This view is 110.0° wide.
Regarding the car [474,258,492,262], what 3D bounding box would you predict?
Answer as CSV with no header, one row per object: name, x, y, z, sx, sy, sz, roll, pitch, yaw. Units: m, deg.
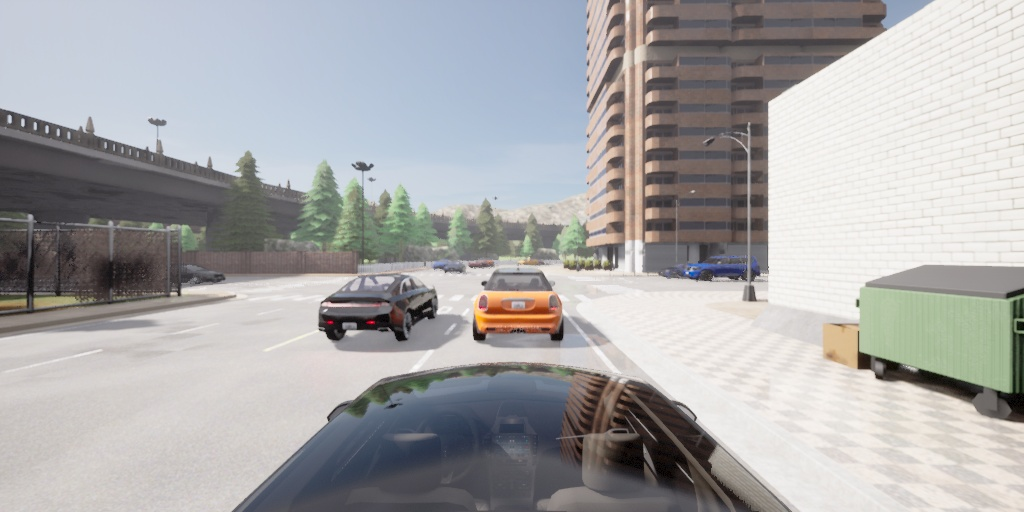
car,-5.232,1.346,56.731,1.895,1.301,4.718,0,0,16

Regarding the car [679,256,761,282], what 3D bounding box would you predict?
car,16.996,1.024,29.057,5.566,2.045,2.150,0,0,1

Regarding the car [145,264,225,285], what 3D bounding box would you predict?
car,-23.478,1.308,25.836,4.892,1.490,1.837,0,0,1

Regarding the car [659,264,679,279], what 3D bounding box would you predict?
car,15.626,1.367,32.575,4.181,1.385,1.994,0,0,1

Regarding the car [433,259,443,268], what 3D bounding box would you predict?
car,-9.604,1.224,50.425,1.882,1.535,5.008,0,0,6

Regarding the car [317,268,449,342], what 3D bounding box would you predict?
car,-3.336,1.241,9.856,2.128,1.511,4.902,0,0,1

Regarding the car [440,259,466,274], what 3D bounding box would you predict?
car,-6.596,1.309,41.682,1.994,1.385,4.181,0,0,2

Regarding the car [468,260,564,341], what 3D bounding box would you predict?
car,0.166,1.101,10.030,2.097,1.767,4.553,0,0,1

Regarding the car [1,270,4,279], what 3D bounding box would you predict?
car,-40.716,1.024,26.031,5.566,2.045,2.150,0,0,1
